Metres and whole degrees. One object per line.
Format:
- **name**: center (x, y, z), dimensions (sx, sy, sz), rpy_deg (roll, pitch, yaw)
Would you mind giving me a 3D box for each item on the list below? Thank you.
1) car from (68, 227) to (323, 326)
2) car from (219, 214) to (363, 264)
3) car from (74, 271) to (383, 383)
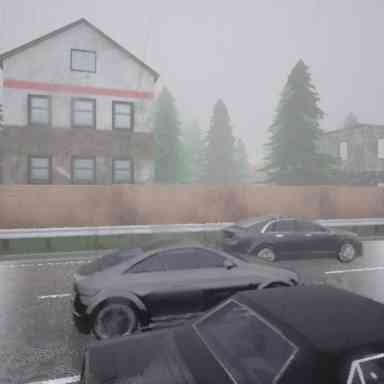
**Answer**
- **car**: center (-0.050, 1.563, 6.142), dimensions (4.181, 1.385, 1.994), rpy_deg (0, 0, -17)
- **car**: center (3.186, 1.504, 10.809), dimensions (4.892, 1.490, 1.837), rpy_deg (0, 0, -17)
- **car**: center (1.473, 1.600, 2.952), dimensions (4.718, 1.301, 1.895), rpy_deg (0, 0, -17)
